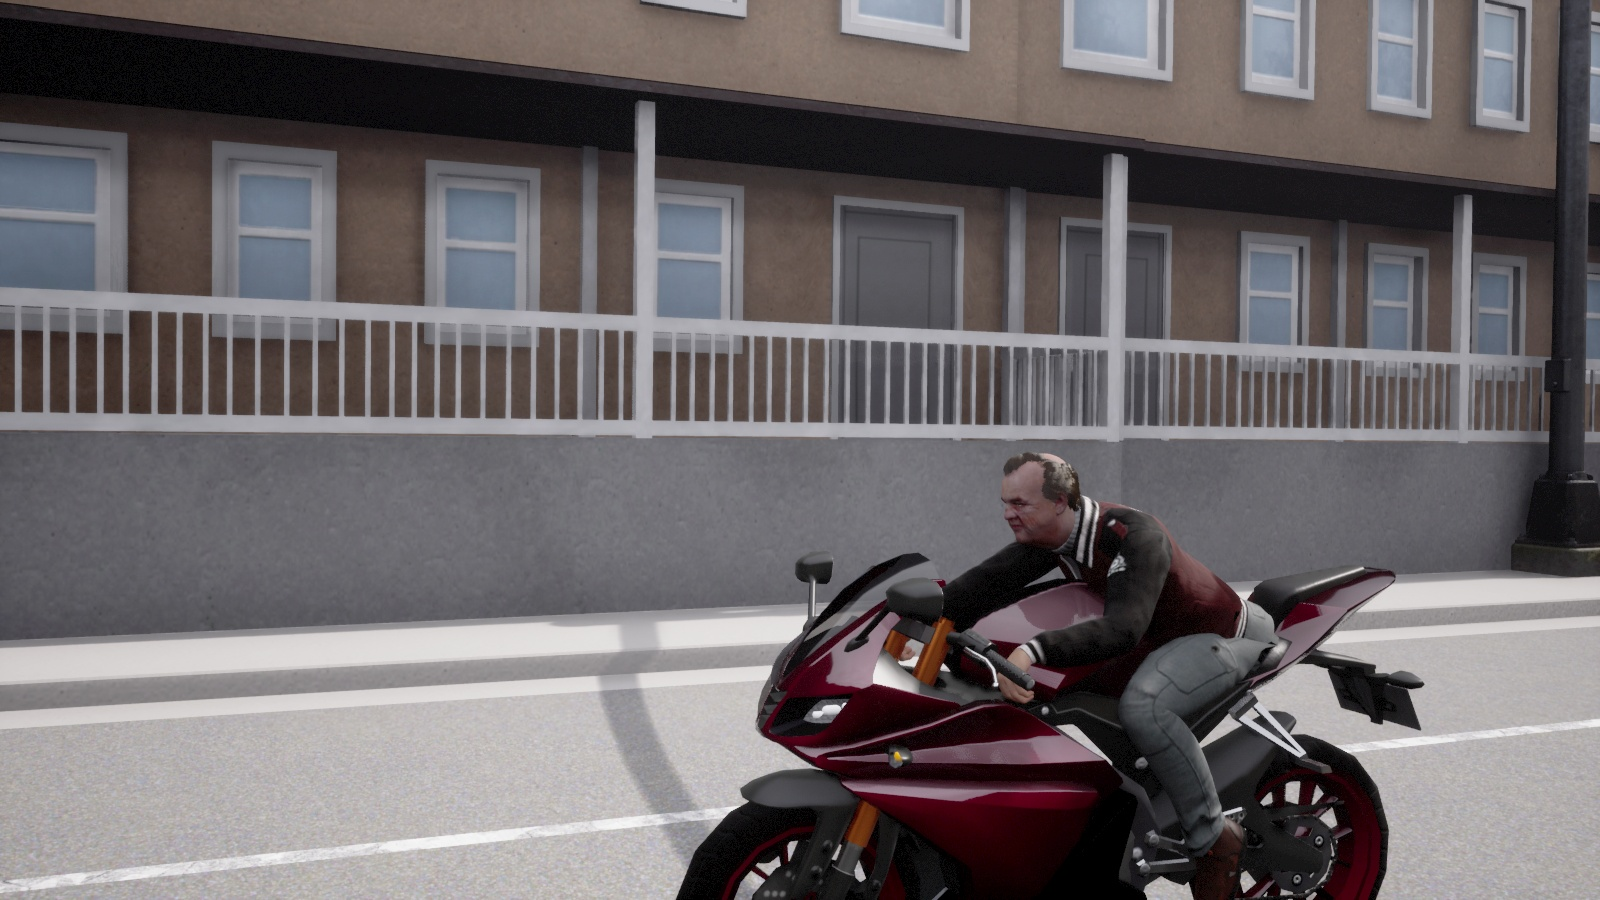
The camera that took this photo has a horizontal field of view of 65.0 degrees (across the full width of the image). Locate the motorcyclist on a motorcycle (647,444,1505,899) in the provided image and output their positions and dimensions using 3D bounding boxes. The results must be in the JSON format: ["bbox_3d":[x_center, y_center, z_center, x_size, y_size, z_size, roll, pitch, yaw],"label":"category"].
[{"bbox_3d":[0.755,0.768,3.489,2.191,1.530,0.866,-1,1,-19],"label":"motorcyclist on a motorcycle"}]
